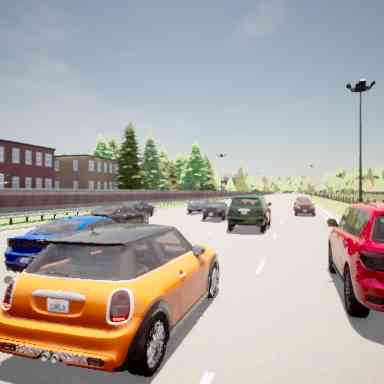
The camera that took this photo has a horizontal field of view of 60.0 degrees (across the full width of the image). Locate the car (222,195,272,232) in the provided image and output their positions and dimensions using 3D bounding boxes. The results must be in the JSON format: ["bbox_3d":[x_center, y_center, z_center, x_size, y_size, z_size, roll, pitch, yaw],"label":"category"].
[{"bbox_3d":[3.631,1.223,20.547,2.150,2.045,5.566,0,0,17],"label":"car"}]

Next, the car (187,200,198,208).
[{"bbox_3d":[0.995,1.547,35.562,2.033,1.411,5.357,0,0,17],"label":"car"}]

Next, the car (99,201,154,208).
[{"bbox_3d":[-4.169,1.504,19.061,1.837,1.490,4.892,0,0,17],"label":"car"}]

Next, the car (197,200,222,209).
[{"bbox_3d":[2.143,1.525,27.516,1.812,1.442,4.674,0,0,17],"label":"car"}]

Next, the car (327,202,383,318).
[{"bbox_3d":[4.302,1.224,7.202,2.150,2.045,5.566,0,0,17],"label":"car"}]

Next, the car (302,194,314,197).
[{"bbox_3d":[13.959,1.352,42.025,2.097,1.767,4.553,0,0,18],"label":"car"}]

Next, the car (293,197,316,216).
[{"bbox_3d":[10.905,1.525,32.178,1.812,1.442,4.674,0,0,18],"label":"car"}]

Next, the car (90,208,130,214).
[{"bbox_3d":[-3.241,1.477,10.306,1.882,1.535,5.008,0,0,17],"label":"car"}]

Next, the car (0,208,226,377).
[{"bbox_3d":[-0.941,1.352,5.935,2.097,1.767,4.553,0,0,17],"label":"car"}]

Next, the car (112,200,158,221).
[{"bbox_3d":[-4.786,1.506,28.807,1.837,1.490,4.892,0,0,17],"label":"car"}]
